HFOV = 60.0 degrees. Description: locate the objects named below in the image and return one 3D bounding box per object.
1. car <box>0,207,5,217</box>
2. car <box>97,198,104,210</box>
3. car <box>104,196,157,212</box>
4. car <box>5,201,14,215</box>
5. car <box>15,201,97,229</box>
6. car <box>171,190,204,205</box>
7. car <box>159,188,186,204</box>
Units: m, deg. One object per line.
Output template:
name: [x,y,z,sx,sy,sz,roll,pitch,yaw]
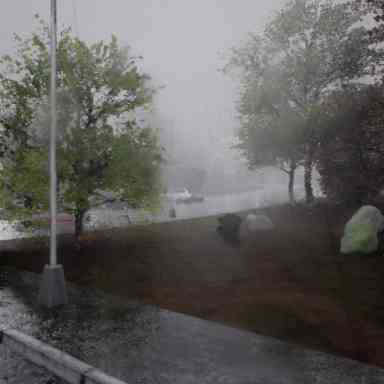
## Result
car: [-15.507,1.423,30.234,2.128,1.511,4.902,0,1,39]
car: [-9.392,1.228,37.905,1.837,1.490,4.892,0,2,39]
car: [-6.528,1.197,35.884,1.882,1.535,5.008,0,2,39]
car: [-12.712,1.533,28.127,1.895,1.301,4.718,0,1,39]
car: [-8.717,1.529,21.568,1.994,1.385,4.181,0,0,38]
car: [-0.229,0.861,43.774,1.812,1.442,4.674,0,3,39]
car: [-2.788,0.542,46.167,2.150,2.045,5.566,0,3,39]
